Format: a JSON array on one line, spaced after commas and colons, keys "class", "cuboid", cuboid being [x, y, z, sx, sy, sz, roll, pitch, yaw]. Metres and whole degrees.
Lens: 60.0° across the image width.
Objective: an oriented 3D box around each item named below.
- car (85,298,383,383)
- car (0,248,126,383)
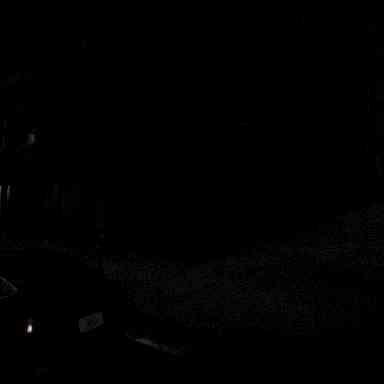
[{"class": "car", "cuboid": [1.560, 1.566, 1.964, 4.313, 1.339, 1.947, 0, 0, 35]}, {"class": "car", "cuboid": [-2.875, 1.559, 5.128, 4.313, 1.339, 1.947, 0, 0, 35]}]
